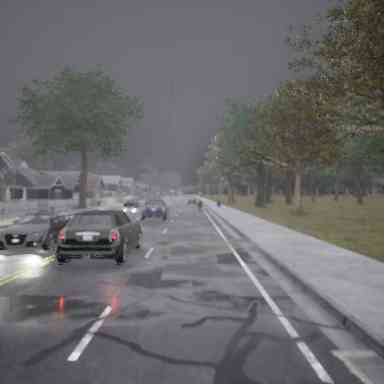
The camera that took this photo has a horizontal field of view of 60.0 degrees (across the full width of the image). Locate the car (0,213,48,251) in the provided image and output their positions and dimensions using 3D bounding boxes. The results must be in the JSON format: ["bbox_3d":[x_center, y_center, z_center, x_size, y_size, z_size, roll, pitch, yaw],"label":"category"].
[{"bbox_3d":[-6.596,1.635,14.418,1.994,1.385,4.181,0,0,0],"label":"car"}]

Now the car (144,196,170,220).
[{"bbox_3d":[-3.142,1.497,29.447,2.097,1.767,4.553,0,0,0],"label":"car"}]

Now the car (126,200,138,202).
[{"bbox_3d":[-9.798,1.865,53.623,1.895,1.301,4.718,0,0,1],"label":"car"}]

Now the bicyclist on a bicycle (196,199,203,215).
[{"bbox_3d":[0.903,1.626,35.121,0.582,1.620,1.656,0,-1,0],"label":"bicyclist on a bicycle"}]

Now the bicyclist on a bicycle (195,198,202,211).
[{"bbox_3d":[0.907,1.654,44.109,0.866,1.612,1.509,0,-1,0],"label":"bicyclist on a bicycle"}]

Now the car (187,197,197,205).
[{"bbox_3d":[0.018,1.875,69.504,1.812,1.442,4.674,0,0,0],"label":"car"}]

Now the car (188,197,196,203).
[{"bbox_3d":[0.020,1.894,79.875,1.837,1.490,4.892,0,0,0],"label":"car"}]

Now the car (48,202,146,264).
[{"bbox_3d":[-3.147,1.412,12.161,2.097,1.767,4.553,0,0,0],"label":"car"}]
